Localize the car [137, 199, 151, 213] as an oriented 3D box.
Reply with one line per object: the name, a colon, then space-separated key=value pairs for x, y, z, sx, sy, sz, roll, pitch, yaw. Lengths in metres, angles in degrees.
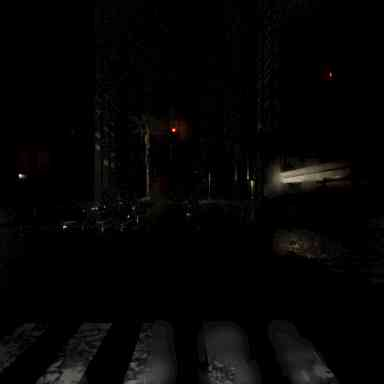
car: x=-6.501 y=1.587 z=39.093 sx=2.128 sy=1.511 sz=4.902 roll=0 pitch=0 yaw=0

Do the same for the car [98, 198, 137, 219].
car: x=-6.526 y=1.543 z=29.625 sx=1.882 sy=1.535 sz=5.008 roll=0 pitch=0 yaw=0

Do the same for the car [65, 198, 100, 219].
car: x=-9.772 y=1.544 z=29.892 sx=1.882 sy=1.535 sz=5.008 roll=0 pitch=0 yaw=0

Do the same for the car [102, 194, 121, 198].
car: x=-9.753 y=1.320 z=39.838 sx=2.150 sy=2.045 sz=5.566 roll=0 pitch=0 yaw=0

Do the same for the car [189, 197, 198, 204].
car: x=0.280 y=1.791 z=69.850 sx=1.994 sy=1.385 sz=4.181 roll=0 pitch=0 yaw=0

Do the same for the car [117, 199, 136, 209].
car: x=-9.710 y=1.701 z=49.799 sx=1.994 sy=1.385 sz=4.181 roll=0 pitch=0 yaw=0

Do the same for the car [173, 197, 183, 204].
car: x=-2.970 y=1.790 z=69.833 sx=1.994 sy=1.385 sz=4.181 roll=0 pitch=0 yaw=0

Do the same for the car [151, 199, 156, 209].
car: x=-6.467 y=1.735 z=48.982 sx=1.895 sy=1.301 sz=4.718 roll=0 pitch=0 yaw=1
